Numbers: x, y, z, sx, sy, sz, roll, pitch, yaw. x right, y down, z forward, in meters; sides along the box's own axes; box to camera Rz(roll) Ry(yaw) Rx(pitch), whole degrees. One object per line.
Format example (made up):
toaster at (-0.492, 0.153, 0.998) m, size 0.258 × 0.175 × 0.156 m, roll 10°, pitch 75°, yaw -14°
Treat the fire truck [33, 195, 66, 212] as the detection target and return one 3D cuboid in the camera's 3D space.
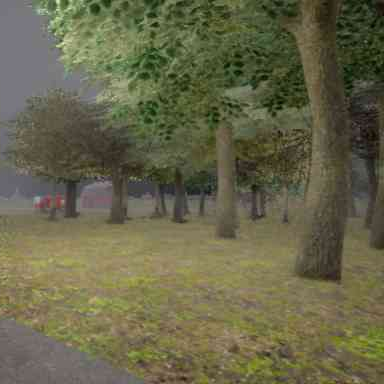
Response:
fire truck at (-32.138, 2.620, 77.509) m, size 2.891 × 3.827 × 8.468 m, roll -2°, pitch -3°, yaw 39°
